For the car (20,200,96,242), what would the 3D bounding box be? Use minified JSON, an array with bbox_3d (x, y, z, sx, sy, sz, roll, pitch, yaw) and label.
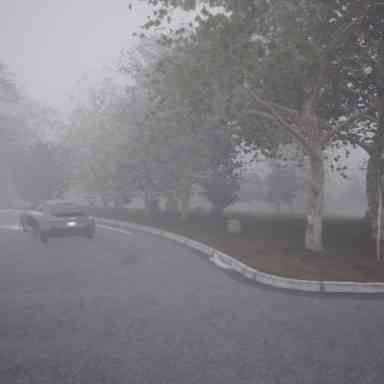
[{"bbox_3d":[-5.437,1.012,13.288,1.994,1.385,4.181,0,2,-37],"label":"car"}]
